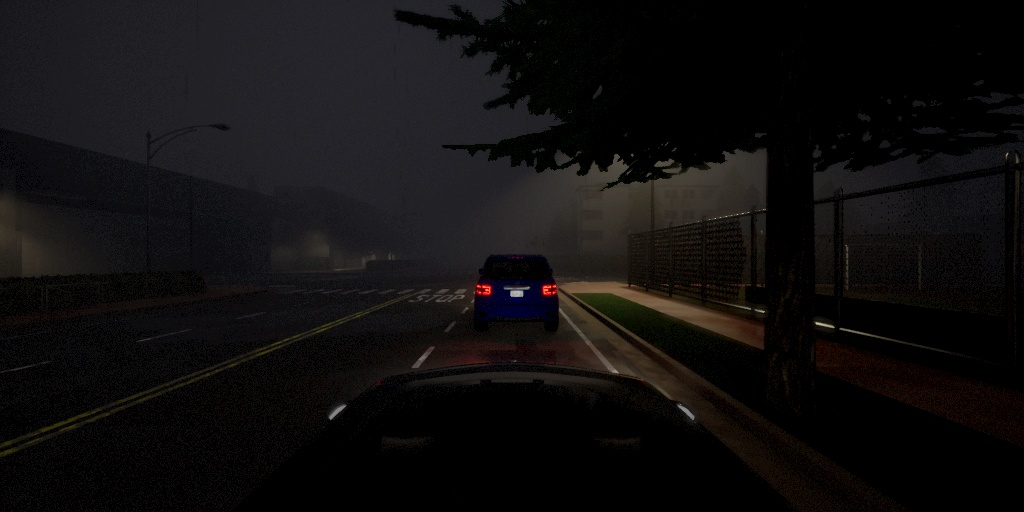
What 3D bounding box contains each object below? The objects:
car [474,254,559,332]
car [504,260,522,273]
[{"bbox_3d":[0.119,0.972,11.021,2.150,2.045,5.566,0,0,0],"label":"car"},{"bbox_3d":[0.050,1.242,45.123,2.128,1.511,4.902,0,0,0],"label":"car"}]
